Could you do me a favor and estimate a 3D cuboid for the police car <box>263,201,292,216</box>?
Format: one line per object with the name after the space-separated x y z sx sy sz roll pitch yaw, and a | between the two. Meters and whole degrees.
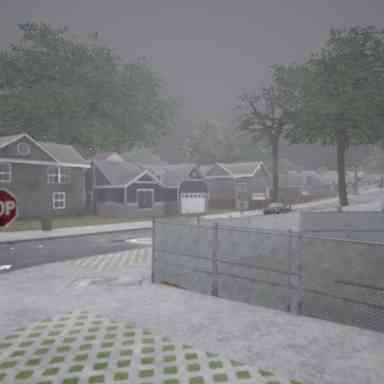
9.640 1.857 37.592 1.930 1.638 5.238 -1 0 36 | police car
